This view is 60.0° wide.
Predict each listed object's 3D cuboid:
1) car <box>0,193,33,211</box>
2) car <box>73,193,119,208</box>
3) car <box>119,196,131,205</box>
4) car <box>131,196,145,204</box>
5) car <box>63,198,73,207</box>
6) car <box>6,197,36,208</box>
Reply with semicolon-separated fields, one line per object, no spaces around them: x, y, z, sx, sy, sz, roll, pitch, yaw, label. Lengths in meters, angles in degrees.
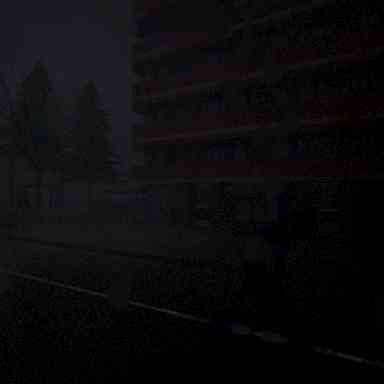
-22.590;1.194;41.639;2.150;2.045;5.566;0;0;34;car
-13.799;1.191;48.312;2.150;2.045;5.566;0;0;36;car
-10.907;1.497;57.328;1.812;1.442;4.674;0;0;44;car
-7.131;1.516;56.320;5.357;1.411;2.033;0;0;-43;car
-17.142;1.498;49.518;1.812;1.442;4.674;0;0;36;car
-19.304;1.571;40.260;1.895;1.301;4.718;0;0;34;car
